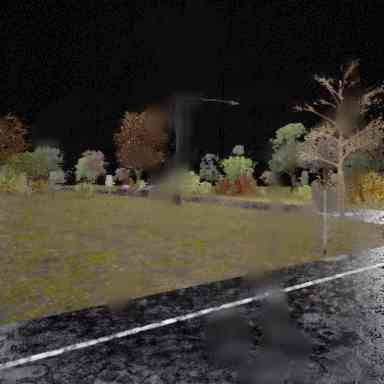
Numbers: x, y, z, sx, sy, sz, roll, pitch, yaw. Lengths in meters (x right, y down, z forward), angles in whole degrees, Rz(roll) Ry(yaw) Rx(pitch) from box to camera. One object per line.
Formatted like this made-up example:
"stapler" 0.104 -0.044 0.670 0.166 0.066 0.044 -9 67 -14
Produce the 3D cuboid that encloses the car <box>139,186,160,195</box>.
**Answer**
"car" -7.110 -0.315 55.580 1.812 1.442 4.674 0 2 -36

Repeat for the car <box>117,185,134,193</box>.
"car" -12.698 -0.623 63.376 1.812 1.442 4.674 0 2 -36
